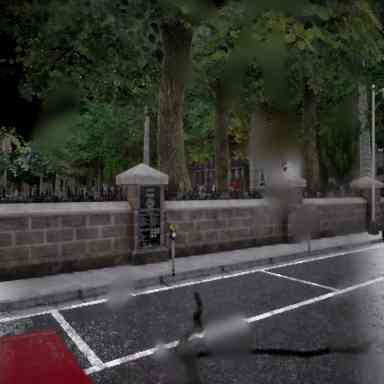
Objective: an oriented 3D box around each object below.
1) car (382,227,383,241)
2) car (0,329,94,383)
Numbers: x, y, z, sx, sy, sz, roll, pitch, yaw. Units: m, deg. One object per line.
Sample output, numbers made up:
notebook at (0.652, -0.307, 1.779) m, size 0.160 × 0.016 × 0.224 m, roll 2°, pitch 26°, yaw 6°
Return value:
car at (9.779, 1.315, 13.534) m, size 5.009 × 1.841 × 2.192 m, roll 0°, pitch 0°, yaw -36°
car at (-2.786, 1.600, 1.396) m, size 4.718 × 1.301 × 1.895 m, roll 0°, pitch 0°, yaw -35°
